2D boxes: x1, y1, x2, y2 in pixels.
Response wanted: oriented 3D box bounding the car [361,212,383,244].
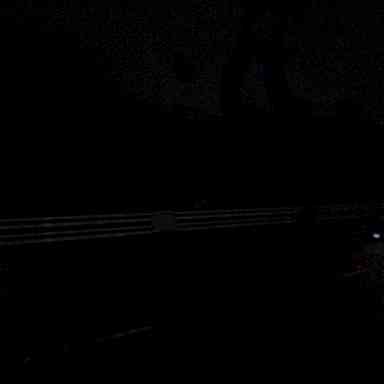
[{"bbox_3d":[9.110,1.508,14.270,4.674,1.442,1.812,0,0,-34],"label":"car"}]
